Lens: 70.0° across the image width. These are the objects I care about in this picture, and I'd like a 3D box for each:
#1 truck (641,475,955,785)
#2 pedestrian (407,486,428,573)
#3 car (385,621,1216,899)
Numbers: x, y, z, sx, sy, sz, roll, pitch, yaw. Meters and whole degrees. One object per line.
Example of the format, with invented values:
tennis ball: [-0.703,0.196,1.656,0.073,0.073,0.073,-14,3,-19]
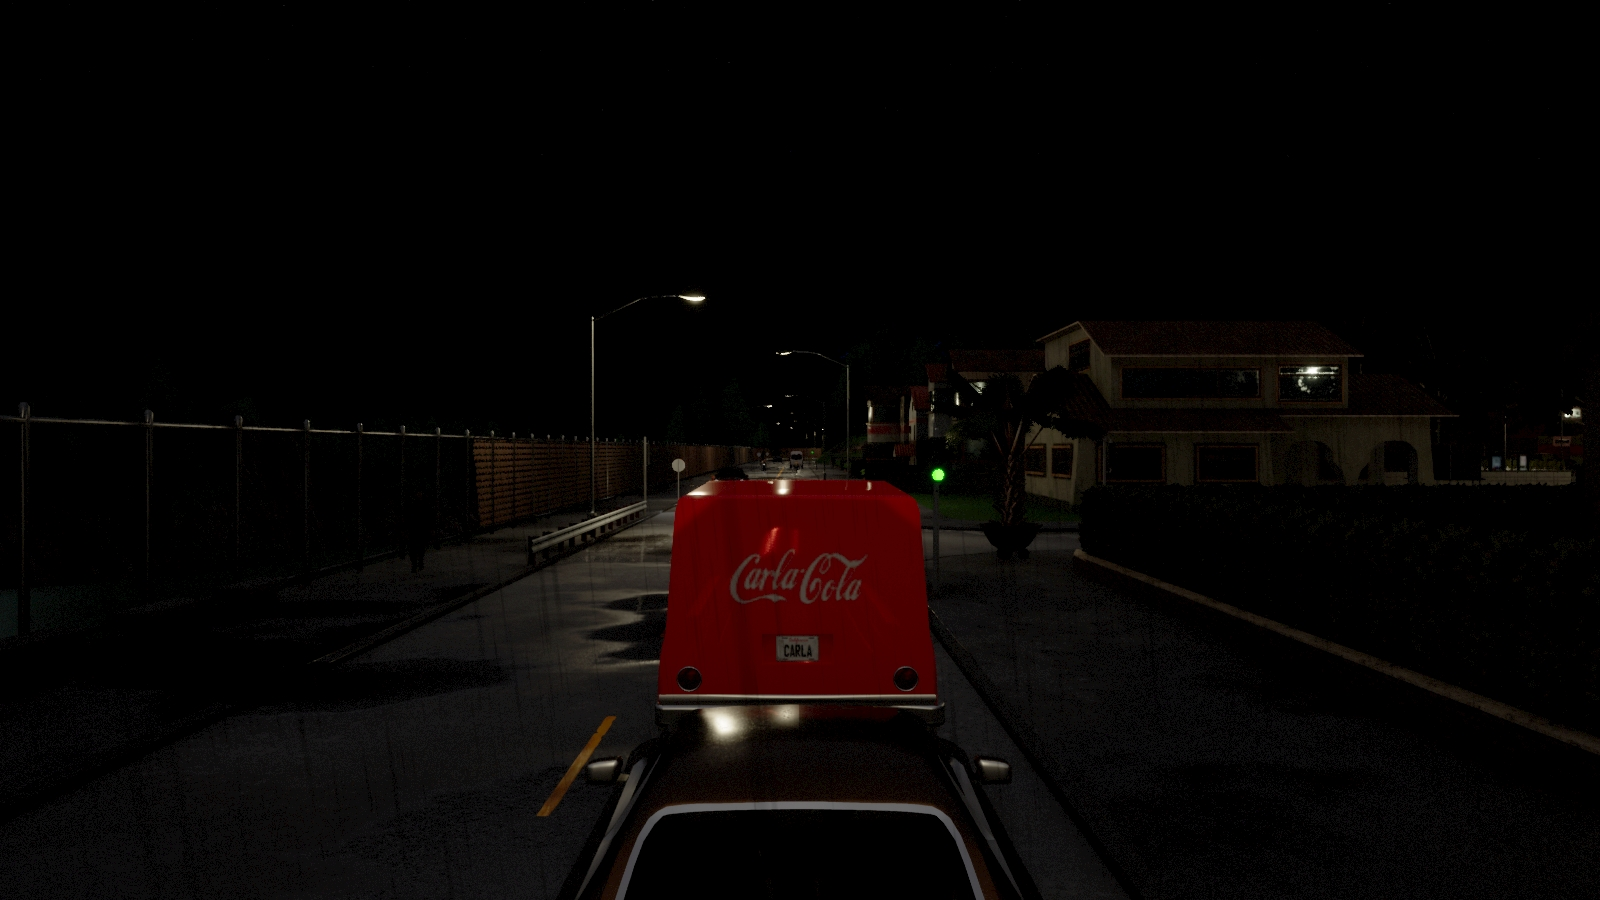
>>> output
truck: [-0.025,1.564,12.161,2.627,2.467,5.204,0,0,0]
pedestrian: [-8.380,1.735,25.027,0.375,1.860,0.375,0,0,-9]
car: [-0.006,1.989,5.238,2.152,1.651,5.027,0,0,0]
